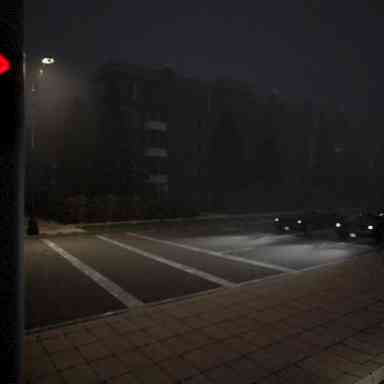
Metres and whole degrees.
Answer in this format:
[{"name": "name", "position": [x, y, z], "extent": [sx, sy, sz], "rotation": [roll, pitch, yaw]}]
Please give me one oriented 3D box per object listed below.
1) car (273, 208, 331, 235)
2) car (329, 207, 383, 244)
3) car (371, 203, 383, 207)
[{"name": "car", "position": [6.784, 1.602, 18.857], "extent": [4.718, 1.301, 1.895], "rotation": [0, 0, -36]}, {"name": "car", "position": [8.921, 1.602, 16.084], "extent": [4.718, 1.301, 1.895], "rotation": [0, 0, -36]}, {"name": "car", "position": [13.957, 1.528, 24.128], "extent": [4.674, 1.442, 1.812], "rotation": [0, 0, -36]}]
